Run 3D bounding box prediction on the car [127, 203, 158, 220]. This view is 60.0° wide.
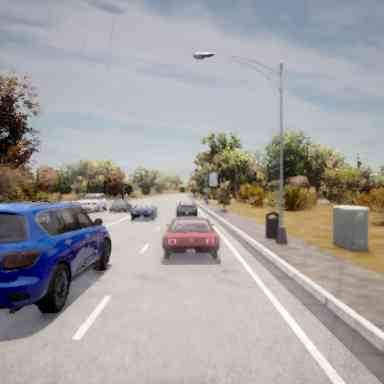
[{"bbox_3d":[-3.926,1.619,28.069,1.895,1.301,4.718,0,0,-2],"label":"car"}]

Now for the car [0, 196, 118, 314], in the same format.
[{"bbox_3d":[-3.500,1.230,7.736,2.150,2.045,5.566,0,0,0],"label":"car"}]

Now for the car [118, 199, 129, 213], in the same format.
[{"bbox_3d":[-7.871,1.551,36.857,1.812,1.442,4.674,0,0,-2],"label":"car"}]

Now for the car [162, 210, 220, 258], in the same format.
[{"bbox_3d":[-0.061,1.608,12.832,1.895,1.301,4.718,0,0,-1],"label":"car"}]

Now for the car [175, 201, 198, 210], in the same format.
[{"bbox_3d":[-0.472,1.509,29.734,2.128,1.511,4.902,0,0,-2],"label":"car"}]

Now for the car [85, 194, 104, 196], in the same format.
[{"bbox_3d":[-11.421,1.249,38.502,2.150,2.045,5.566,0,0,-2],"label":"car"}]
